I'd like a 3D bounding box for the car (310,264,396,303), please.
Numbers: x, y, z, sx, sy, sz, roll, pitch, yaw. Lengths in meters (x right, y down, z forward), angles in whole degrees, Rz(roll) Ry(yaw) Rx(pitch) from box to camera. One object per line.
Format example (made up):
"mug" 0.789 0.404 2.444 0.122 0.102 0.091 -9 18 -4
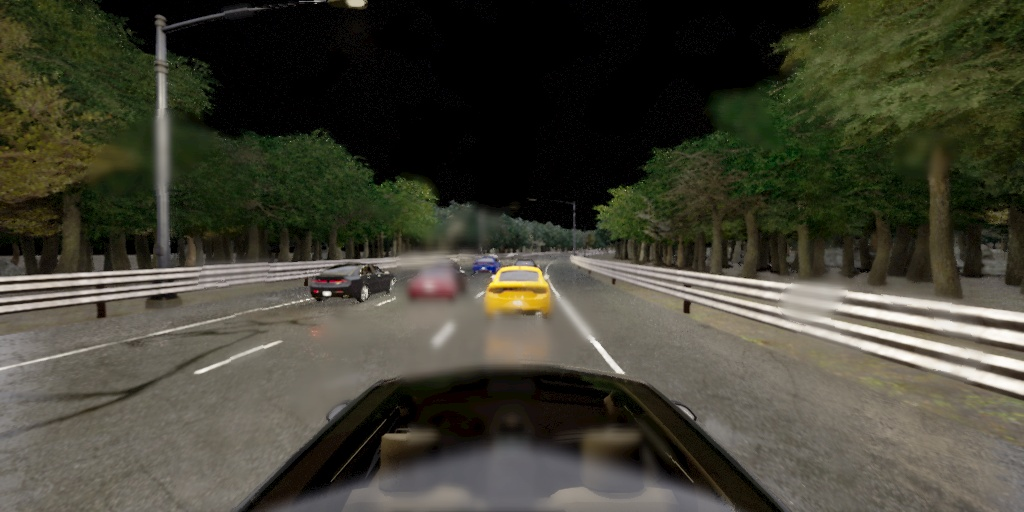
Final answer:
"car" -6.580 1.058 15.382 1.837 1.490 4.892 0 1 3

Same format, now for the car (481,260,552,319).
"car" 0.279 1.081 12.139 1.882 1.535 5.008 0 1 2

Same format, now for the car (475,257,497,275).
"car" -2.096 0.824 31.434 1.882 1.535 5.008 0 1 5

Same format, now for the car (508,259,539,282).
"car" 0.968 0.966 26.058 2.033 1.411 5.357 0 1 4

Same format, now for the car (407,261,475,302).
"car" -3.059 1.114 15.711 1.994 1.385 4.181 0 1 3

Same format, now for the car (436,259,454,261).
"car" -5.666 0.914 30.719 1.994 1.385 4.181 0 1 5
